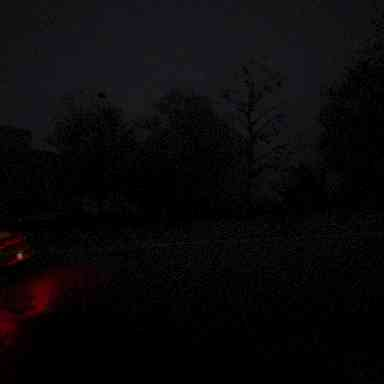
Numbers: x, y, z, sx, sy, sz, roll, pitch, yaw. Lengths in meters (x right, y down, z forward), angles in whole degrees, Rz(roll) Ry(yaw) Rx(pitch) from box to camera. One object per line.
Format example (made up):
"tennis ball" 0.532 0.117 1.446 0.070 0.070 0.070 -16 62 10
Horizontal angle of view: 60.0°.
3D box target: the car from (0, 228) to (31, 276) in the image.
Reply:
"car" -6.584 1.395 7.992 5.008 1.535 1.882 -1 1 1
